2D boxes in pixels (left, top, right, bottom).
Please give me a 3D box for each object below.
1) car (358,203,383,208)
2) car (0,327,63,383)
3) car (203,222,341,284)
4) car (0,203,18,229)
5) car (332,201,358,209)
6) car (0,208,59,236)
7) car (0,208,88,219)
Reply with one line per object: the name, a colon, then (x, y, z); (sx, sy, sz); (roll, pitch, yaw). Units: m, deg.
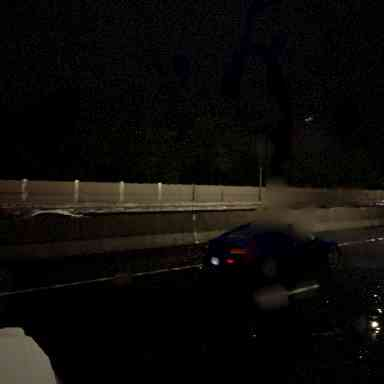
car: (23.627, 2.069, 42.325); (4.718, 1.301, 1.895); (1, 0, -35)
car: (-3.057, 1.583, 1.566); (4.718, 1.301, 1.895); (1, 0, -36)
car: (2.458, 1.607, 9.800); (4.674, 1.442, 1.812); (1, 0, -36)
car: (-13.503, 1.484, 20.158); (5.008, 1.535, 1.882); (1, 0, -35)
car: (20.685, 1.982, 44.520); (4.674, 1.442, 1.812); (1, 0, -35)
car: (-10.065, 1.626, 18.310); (4.718, 1.301, 1.895); (1, 0, -35)
car: (-7.281, 1.561, 15.996); (4.674, 1.442, 1.812); (1, 0, -36)
